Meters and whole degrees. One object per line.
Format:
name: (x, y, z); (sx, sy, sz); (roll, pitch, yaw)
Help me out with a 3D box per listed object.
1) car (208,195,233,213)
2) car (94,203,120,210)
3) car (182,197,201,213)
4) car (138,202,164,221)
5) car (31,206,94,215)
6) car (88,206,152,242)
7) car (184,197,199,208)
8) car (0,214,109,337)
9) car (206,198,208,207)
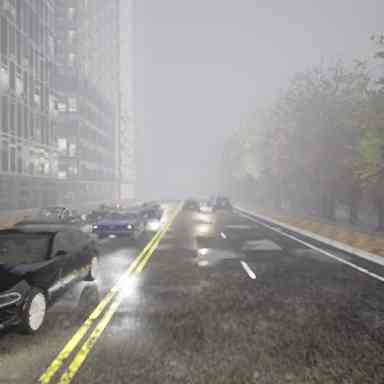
car: (3.176, 1.242, 35.867); (2.097, 1.767, 4.553); (0, 0, 0)
car: (-6.554, 1.527, 25.910); (1.895, 1.301, 4.718); (0, 0, 0)
car: (-0.073, 1.455, 35.924); (1.994, 1.385, 4.181); (0, 0, 0)
car: (-3.305, 1.488, 26.121); (1.994, 1.385, 4.181); (0, 0, 0)
car: (-6.595, 1.449, 15.836); (2.128, 1.511, 4.902); (0, 0, 0)
car: (-3.343, 1.555, 16.215); (1.895, 1.301, 4.718); (0, 0, 0)
car: (-0.089, 1.400, 46.775); (2.033, 1.411, 5.357); (0, 0, 0)
car: (-3.356, 1.460, 6.871); (1.882, 1.535, 5.008); (0, 0, 0)
car: (3.167, 1.200, 47.533); (2.097, 1.767, 4.553); (0, 0, 0)
